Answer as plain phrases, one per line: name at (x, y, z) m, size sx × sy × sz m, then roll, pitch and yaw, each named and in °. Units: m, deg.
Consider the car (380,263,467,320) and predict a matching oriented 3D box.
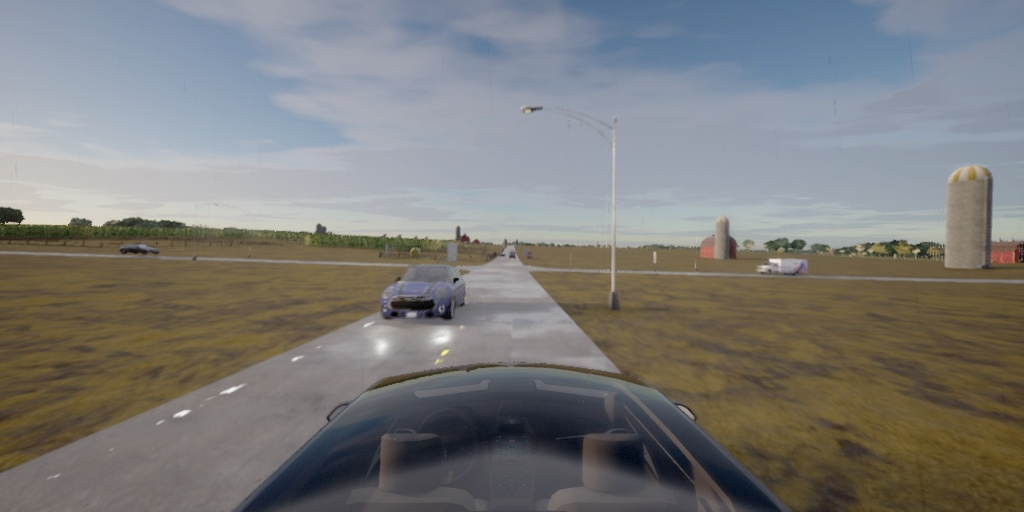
car at (-2.832, 1.068, 12.401) m, size 2.097 × 1.767 × 4.553 m, roll 0°, pitch 0°, yaw 0°
